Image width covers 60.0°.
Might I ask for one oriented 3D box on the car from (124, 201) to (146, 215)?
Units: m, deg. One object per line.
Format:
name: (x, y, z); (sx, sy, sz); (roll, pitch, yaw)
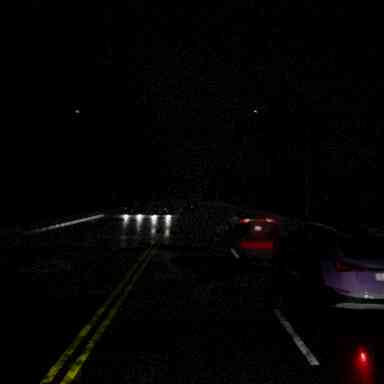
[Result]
car: (-6.559, 1.806, 38.476); (1.812, 1.442, 4.674); (0, -1, 0)

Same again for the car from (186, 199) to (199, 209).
car: (0.077, 1.941, 55.248); (2.128, 1.511, 4.902); (0, -1, 0)

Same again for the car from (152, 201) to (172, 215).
car: (-3.318, 1.778, 37.479); (1.837, 1.490, 4.892); (0, -1, 0)

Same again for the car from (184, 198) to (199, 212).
car: (-0.020, 1.902, 44.390); (1.994, 1.385, 4.181); (0, -1, 0)

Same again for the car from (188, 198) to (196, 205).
car: (-0.029, 2.159, 73.597); (1.837, 1.490, 4.892); (0, -1, 0)

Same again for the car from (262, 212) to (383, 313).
car: (3.247, 1.476, 7.734); (2.033, 1.649, 4.856); (0, 0, 0)

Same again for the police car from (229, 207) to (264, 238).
police car: (3.243, 1.621, 18.735); (2.038, 1.542, 4.974); (0, 0, 0)
